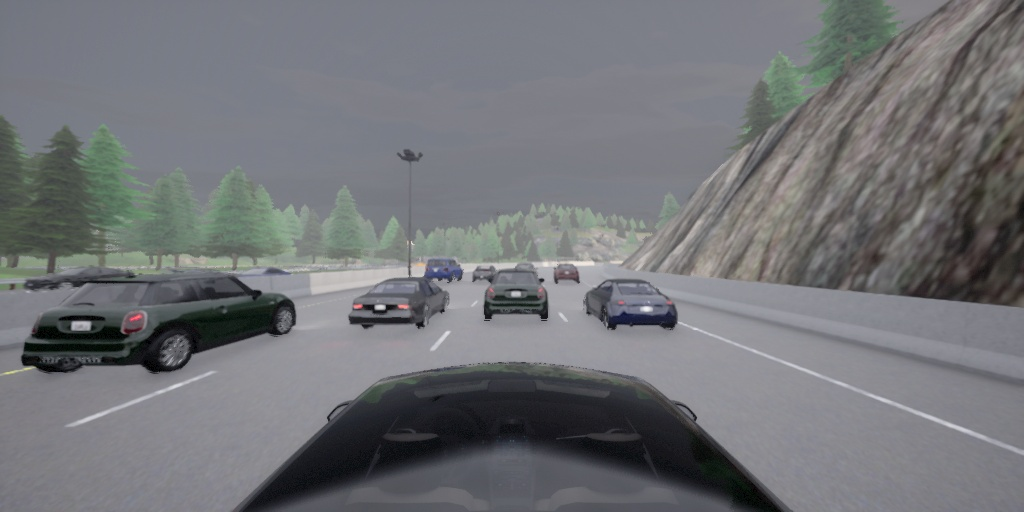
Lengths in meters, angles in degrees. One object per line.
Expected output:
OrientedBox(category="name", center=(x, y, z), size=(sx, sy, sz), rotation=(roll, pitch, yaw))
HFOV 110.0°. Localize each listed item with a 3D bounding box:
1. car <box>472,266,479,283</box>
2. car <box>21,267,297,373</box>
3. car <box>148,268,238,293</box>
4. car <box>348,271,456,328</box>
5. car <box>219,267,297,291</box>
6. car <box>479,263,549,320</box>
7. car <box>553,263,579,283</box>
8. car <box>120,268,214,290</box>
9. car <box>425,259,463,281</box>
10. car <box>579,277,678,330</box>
OrientedBox(category="car", center=(-2.249, 1.548, 31.972), size=(2.128, 1.511, 4.902), rotation=(0, -1, 6))
OrientedBox(category="car", center=(-6.893, 1.160, 7.867), size=(2.097, 1.767, 4.553), rotation=(0, -1, 0))
OrientedBox(category="car", center=(-20.656, 1.521, 23.513), size=(1.994, 1.385, 4.181), rotation=(0, -1, 3))
OrientedBox(category="car", center=(-3.372, 1.397, 11.734), size=(2.033, 1.411, 5.357), rotation=(0, -1, 0))
OrientedBox(category="car", center=(-17.096, 1.495, 24.486), size=(1.812, 1.442, 4.674), rotation=(0, -1, 4))
OrientedBox(category="car", center=(0.156, 1.221, 13.265), size=(2.097, 1.767, 4.553), rotation=(0, 0, 1))
OrientedBox(category="car", center=(4.781, 1.412, 31.793), size=(2.097, 1.767, 4.553), rotation=(0, -1, 6))
OrientedBox(category="car", center=(-24.055, 1.574, 25.310), size=(1.895, 1.301, 4.718), rotation=(0, -1, 4))
OrientedBox(category="car", center=(-5.845, 1.269, 31.332), size=(2.150, 2.045, 5.566), rotation=(0, -1, 6))
OrientedBox(category="car", center=(3.631, 1.418, 11.640), size=(1.994, 1.385, 4.181), rotation=(0, -1, 0))
